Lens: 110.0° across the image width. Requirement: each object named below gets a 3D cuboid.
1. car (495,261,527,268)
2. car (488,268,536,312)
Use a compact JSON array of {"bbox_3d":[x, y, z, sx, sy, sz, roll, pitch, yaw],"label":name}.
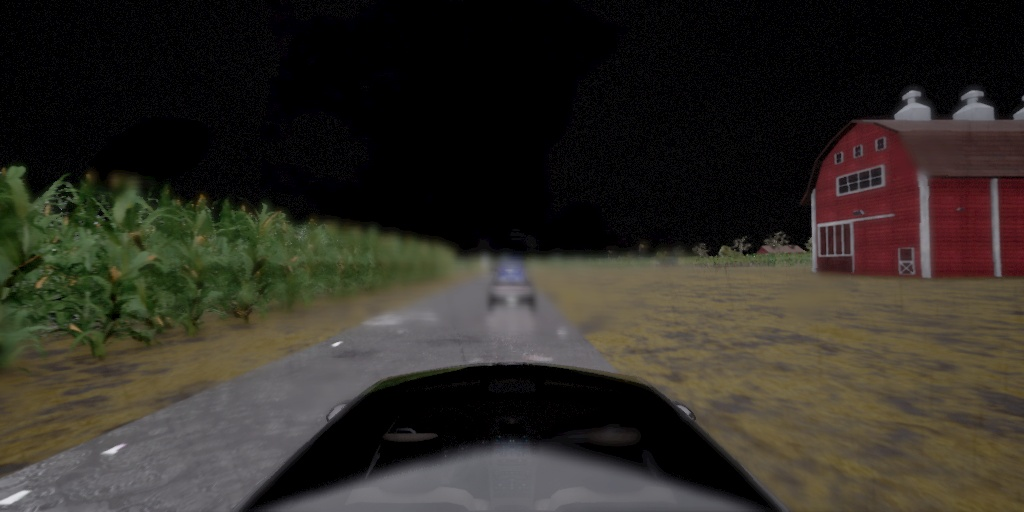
[{"bbox_3d":[0.013,1.413,29.492,2.150,2.045,5.566,0,-1,0],"label":"car"},{"bbox_3d":[0.020,1.435,15.384,2.128,1.511,4.902,0,-1,0],"label":"car"}]
